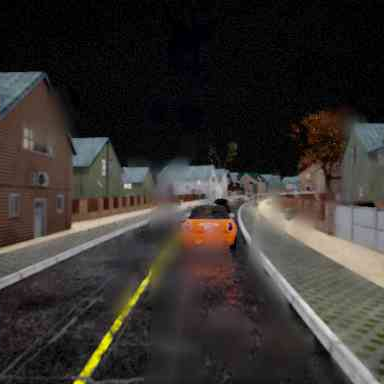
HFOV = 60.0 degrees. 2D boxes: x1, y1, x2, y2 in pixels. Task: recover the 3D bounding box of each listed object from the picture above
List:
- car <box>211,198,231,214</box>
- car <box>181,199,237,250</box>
[{"bbox_3d":[3.035,1.403,34.078,1.812,1.442,4.674,0,0,9],"label":"car"},{"bbox_3d":[0.768,1.331,14.352,2.097,1.767,4.553,0,0,4],"label":"car"}]
